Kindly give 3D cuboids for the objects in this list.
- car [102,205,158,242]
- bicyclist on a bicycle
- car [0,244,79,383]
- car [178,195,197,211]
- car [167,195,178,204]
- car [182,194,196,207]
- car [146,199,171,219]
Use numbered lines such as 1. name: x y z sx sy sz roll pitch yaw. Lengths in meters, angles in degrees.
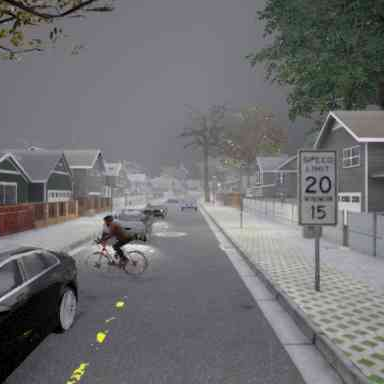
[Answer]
1. car: -3.013 1.549 16.254 1.994 1.385 4.181 0 0 -1
2. bicyclist on a bicycle: -2.024 1.449 8.806 1.656 1.620 0.582 -2 0 -1
3. car: -2.879 1.491 3.973 2.128 1.511 4.902 0 0 -1
4. car: -0.334 1.459 39.295 2.033 1.411 5.357 0 0 -1
5. car: -3.404 1.280 59.068 1.882 1.535 5.008 0 0 0
6. car: -0.451 1.211 49.924 2.097 1.767 4.553 0 0 0
7. car: -3.138 1.554 28.364 1.895 1.301 4.718 0 0 0
